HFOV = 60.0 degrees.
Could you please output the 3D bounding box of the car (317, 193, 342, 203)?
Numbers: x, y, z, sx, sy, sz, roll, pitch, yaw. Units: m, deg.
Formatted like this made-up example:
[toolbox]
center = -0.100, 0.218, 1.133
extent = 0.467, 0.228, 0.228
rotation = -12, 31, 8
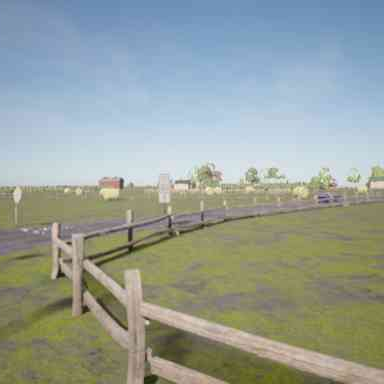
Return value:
[car]
center = 19.207, 0.790, 46.812
extent = 4.718, 1.301, 1.895
rotation = -1, 1, -43
